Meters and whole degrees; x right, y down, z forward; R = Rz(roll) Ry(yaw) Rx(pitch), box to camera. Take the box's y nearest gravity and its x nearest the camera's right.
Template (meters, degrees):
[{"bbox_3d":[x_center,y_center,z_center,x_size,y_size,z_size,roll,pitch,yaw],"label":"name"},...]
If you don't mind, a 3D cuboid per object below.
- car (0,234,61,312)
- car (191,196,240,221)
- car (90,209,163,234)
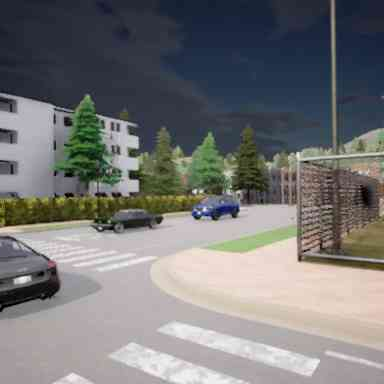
[{"bbox_3d":[-4.843,1.664,7.479,4.181,1.385,1.994,-1,0,36],"label":"car"},{"bbox_3d":[2.190,1.375,29.433,2.150,2.045,5.566,-1,0,36],"label":"car"},{"bbox_3d":[-3.974,1.763,20.739,1.895,1.301,4.718,-1,0,35],"label":"car"}]
